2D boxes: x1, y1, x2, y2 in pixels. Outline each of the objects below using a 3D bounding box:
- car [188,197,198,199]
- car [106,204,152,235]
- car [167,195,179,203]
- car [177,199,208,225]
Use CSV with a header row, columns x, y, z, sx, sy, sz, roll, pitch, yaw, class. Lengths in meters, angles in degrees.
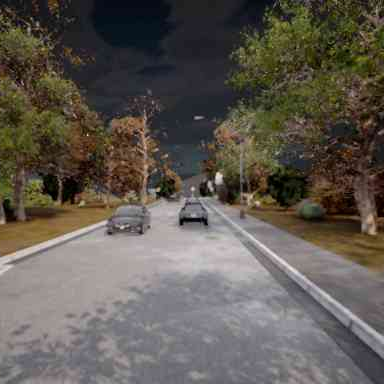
x,y,z,sx,sy,sz,roll,pitch,yaw,class
0.106,1.316,42.656,1.994,1.385,4.181,0,0,0,car
-3.345,1.435,18.339,1.837,1.490,4.892,0,0,0,car
-3.278,1.196,58.663,1.994,1.385,4.181,0,0,1,car
0.103,1.459,23.428,1.994,1.385,4.181,0,0,0,car
